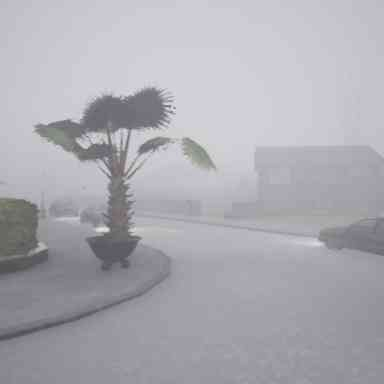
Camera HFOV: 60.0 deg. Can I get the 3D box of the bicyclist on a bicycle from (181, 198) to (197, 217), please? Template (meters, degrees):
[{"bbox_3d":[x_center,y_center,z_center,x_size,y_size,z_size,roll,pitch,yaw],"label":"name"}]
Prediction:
[{"bbox_3d":[-0.266,1.393,29.211,1.656,1.620,0.582,0,0,-35],"label":"bicyclist on a bicycle"}]

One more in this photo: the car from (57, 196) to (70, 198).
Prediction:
[{"bbox_3d":[-18.524,1.385,47.403,2.097,1.767,4.553,0,0,-37],"label":"car"}]

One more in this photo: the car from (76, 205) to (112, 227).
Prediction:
[{"bbox_3d":[-6.326,1.586,23.248,1.994,1.385,4.181,0,0,-36],"label":"car"}]

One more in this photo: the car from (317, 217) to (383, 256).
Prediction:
[{"bbox_3d":[6.845,1.580,11.616,2.033,1.411,5.357,0,0,-19],"label":"car"}]

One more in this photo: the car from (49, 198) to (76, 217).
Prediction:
[{"bbox_3d":[-12.107,1.585,31.388,1.994,1.385,4.181,0,0,-35],"label":"car"}]
